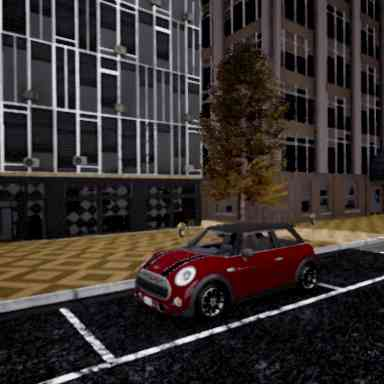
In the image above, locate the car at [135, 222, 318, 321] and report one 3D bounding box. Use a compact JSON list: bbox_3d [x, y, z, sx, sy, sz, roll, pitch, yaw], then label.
[{"bbox_3d":[0.829,1.428,7.162,4.097,1.590,1.967,0,0,-36],"label":"car"}]
